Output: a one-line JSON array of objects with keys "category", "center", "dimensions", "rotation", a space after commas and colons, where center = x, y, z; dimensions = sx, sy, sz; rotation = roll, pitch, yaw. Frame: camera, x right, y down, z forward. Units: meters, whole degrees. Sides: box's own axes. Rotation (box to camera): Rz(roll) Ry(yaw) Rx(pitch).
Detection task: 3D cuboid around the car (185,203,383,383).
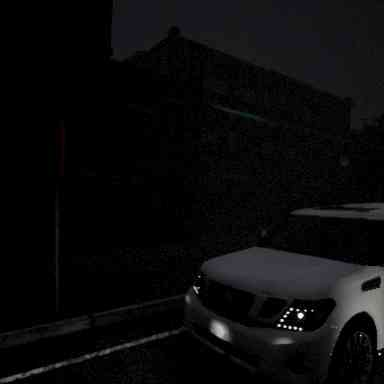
[{"category": "car", "center": [2.563, 1.232, 5.405], "dimensions": [5.566, 2.045, 2.150], "rotation": [0, 0, -36]}]
